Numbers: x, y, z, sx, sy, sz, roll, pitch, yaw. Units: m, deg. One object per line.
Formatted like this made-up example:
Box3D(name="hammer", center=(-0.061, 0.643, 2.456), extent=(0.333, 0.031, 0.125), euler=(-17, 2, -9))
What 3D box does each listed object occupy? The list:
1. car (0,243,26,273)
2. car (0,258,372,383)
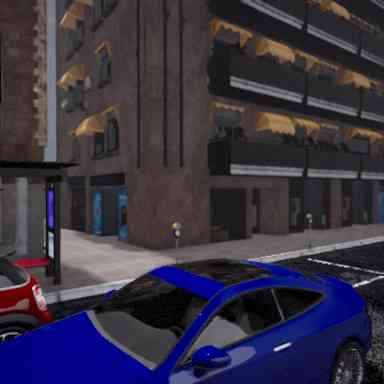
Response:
Box3D(name="car", center=(-3.895, 1.445, 3.782), extent=(4.097, 1.590, 1.967), euler=(0, 0, -36))
Box3D(name="car", center=(0.060, 1.517, 3.425), extent=(4.674, 1.442, 1.812), euler=(0, 0, -36))
